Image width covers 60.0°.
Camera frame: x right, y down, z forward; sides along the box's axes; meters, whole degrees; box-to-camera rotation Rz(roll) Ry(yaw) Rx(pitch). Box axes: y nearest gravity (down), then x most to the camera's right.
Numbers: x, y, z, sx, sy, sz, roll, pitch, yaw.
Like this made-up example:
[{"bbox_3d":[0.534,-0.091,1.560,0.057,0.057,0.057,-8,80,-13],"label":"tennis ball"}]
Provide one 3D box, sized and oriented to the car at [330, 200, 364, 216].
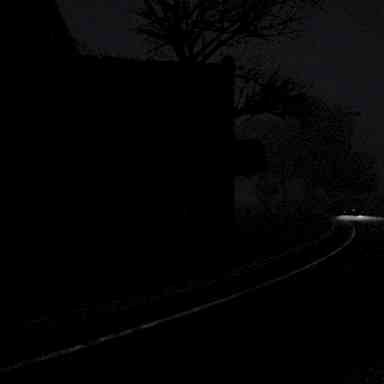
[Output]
[{"bbox_3d":[14.520,1.467,31.337,1.994,1.385,4.181,0,-1,8],"label":"car"}]
